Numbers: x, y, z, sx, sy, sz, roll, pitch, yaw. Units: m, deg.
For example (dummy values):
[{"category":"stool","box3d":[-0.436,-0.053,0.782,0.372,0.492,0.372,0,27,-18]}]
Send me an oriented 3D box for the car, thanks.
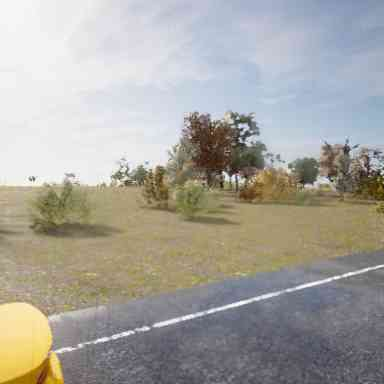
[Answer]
[{"category":"car","box3d":[-3.309,1.477,1.632,5.008,1.535,1.882,0,0,-36]}]
